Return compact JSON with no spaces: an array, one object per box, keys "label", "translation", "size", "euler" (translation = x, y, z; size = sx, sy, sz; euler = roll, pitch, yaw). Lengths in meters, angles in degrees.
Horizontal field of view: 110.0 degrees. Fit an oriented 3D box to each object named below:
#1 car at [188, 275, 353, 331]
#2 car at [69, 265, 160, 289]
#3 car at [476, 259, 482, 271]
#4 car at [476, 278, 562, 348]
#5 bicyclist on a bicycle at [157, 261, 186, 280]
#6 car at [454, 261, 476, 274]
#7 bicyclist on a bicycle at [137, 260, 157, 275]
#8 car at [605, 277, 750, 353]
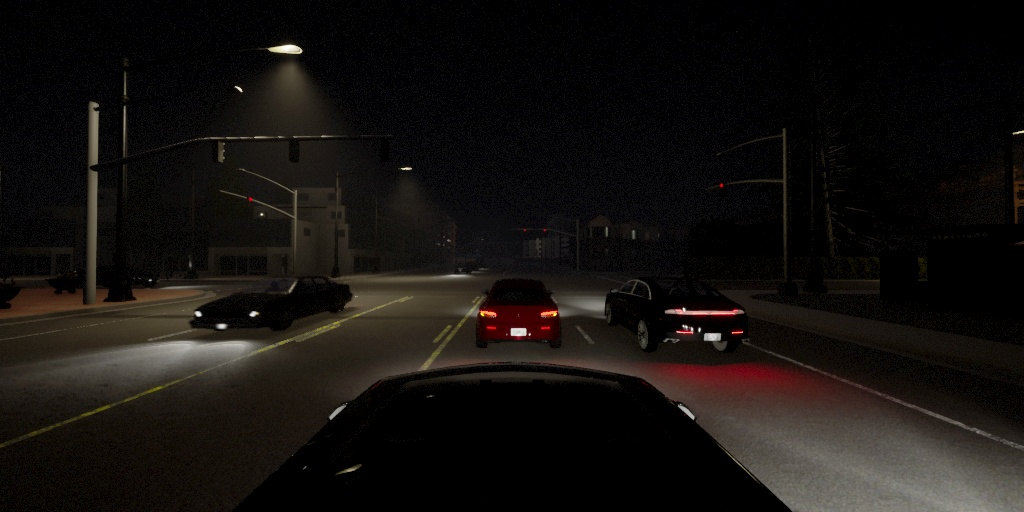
[{"label":"car","translation":[-6.978,1.320,11.311],"size":[2.033,1.411,5.357],"euler":[0,0,1]},{"label":"car","translation":[-25.852,1.332,23.285],"size":[4.892,1.490,1.837],"euler":[0,-1,1]},{"label":"car","translation":[-6.374,1.644,57.166],"size":[1.837,1.490,4.892],"euler":[0,0,1]},{"label":"car","translation":[0.166,1.288,9.128],"size":[1.812,1.442,4.674],"euler":[0,0,1]},{"label":"bicyclist on a bicycle","translation":[-29.282,1.231,31.021],"size":[1.656,1.620,0.582],"euler":[1,-1,-22]},{"label":"car","translation":[-6.506,1.590,47.829],"size":[2.128,1.511,4.902],"euler":[0,0,1]},{"label":"bicyclist on a bicycle","translation":[-31.220,1.168,31.228],"size":[1.656,1.620,0.582],"euler":[20,7,-24]},{"label":"car","translation":[3.657,1.250,8.882],"size":[2.128,1.511,4.902],"euler":[0,0,1]}]
